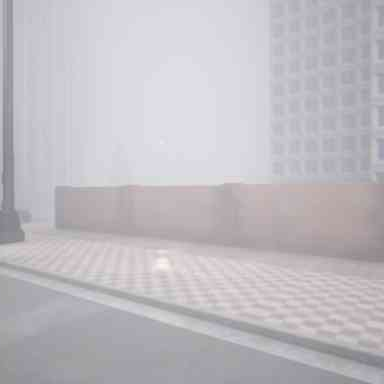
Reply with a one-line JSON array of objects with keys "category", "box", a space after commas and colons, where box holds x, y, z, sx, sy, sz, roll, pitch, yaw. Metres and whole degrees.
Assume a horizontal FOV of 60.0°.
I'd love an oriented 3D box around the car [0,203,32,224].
[{"category": "car", "box": [-13.540, 1.490, 22.818, 2.128, 1.511, 4.902, 0, 0, 34]}]
